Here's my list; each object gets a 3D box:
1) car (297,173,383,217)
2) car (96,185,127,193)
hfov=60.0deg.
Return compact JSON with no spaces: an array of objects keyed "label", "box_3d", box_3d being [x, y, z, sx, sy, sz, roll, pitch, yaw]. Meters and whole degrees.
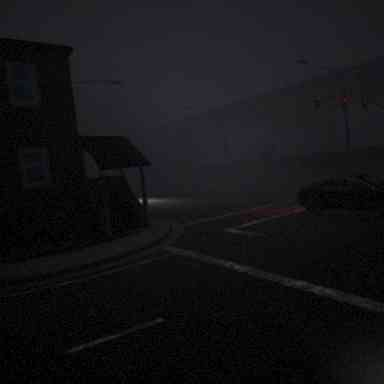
[{"label":"car","box_3d":[6.268,0.061,12.486,2.128,1.511,4.902,-9,5,-34]},{"label":"car","box_3d":[-8.263,0.030,33.838,2.128,1.511,4.902,-9,5,-34]}]
